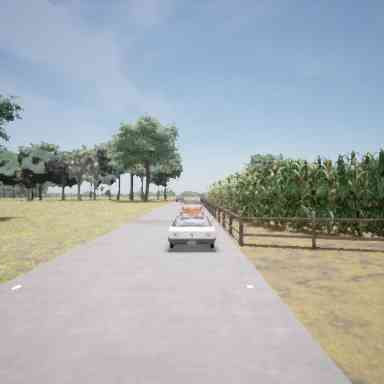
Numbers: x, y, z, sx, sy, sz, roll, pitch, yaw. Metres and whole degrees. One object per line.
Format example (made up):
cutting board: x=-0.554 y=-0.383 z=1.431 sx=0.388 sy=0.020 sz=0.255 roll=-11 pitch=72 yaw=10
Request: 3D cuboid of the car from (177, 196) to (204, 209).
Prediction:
car: x=0.000 y=1.388 z=29.622 sx=2.097 sy=1.767 sz=4.553 roll=0 pitch=0 yaw=0

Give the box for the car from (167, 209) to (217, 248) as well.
car: x=0.000 y=1.623 z=14.680 sx=1.895 sy=1.301 sz=4.718 roll=0 pitch=0 yaw=0

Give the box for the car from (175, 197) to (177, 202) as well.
car: x=-2.771 y=1.699 z=76.739 sx=1.994 sy=1.385 sz=4.181 roll=0 pitch=0 yaw=0
